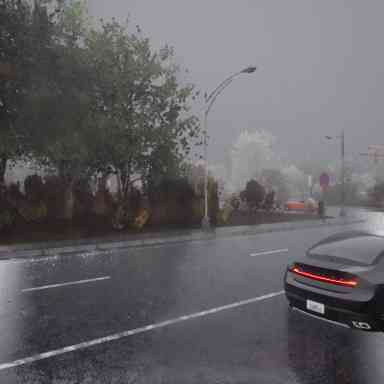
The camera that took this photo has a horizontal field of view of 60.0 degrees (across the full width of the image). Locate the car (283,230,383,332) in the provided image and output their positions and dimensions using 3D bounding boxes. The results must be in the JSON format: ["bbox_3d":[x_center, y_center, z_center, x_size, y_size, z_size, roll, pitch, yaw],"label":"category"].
[{"bbox_3d":[3.858,1.505,6.489,4.892,1.490,1.837,0,0,-35],"label":"car"}]

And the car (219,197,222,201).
[{"bbox_3d":[4.527,1.354,69.521,1.994,1.385,4.181,0,1,-33],"label":"car"}]

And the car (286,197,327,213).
[{"bbox_3d":[12.533,1.352,36.838,2.097,1.767,4.553,0,0,-32],"label":"car"}]
